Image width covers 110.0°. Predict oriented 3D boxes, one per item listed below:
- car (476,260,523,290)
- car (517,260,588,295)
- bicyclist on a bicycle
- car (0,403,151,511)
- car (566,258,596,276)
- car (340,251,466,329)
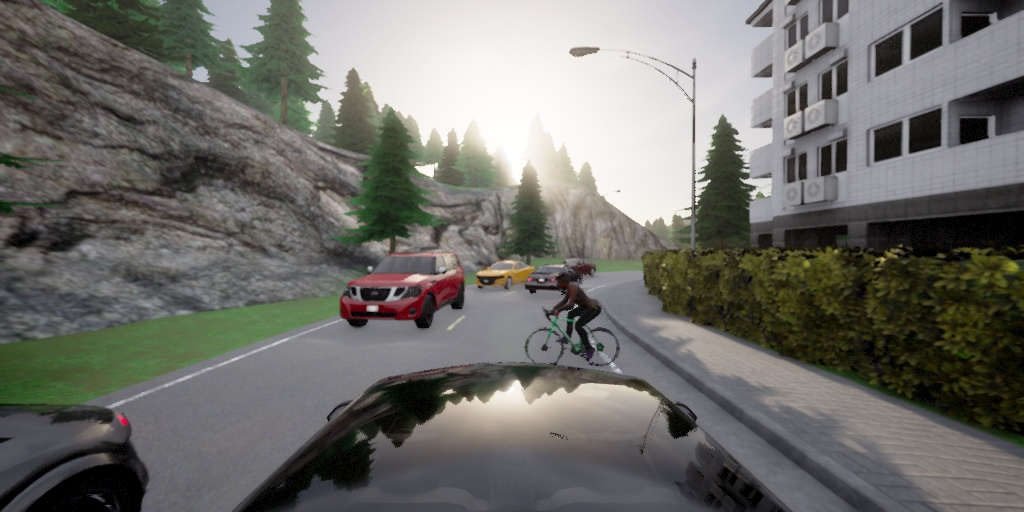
[{"bbox_3d":[-0.292,1.024,20.971,1.882,1.535,5.008,0,1,25],"label":"car"},{"bbox_3d":[2.287,1.120,18.485,2.033,1.411,5.357,0,1,22],"label":"car"},{"bbox_3d":[1.050,1.134,6.244,1.656,1.620,0.582,0,1,1],"label":"bicyclist on a bicycle"},{"bbox_3d":[-3.525,1.324,0.690,1.994,1.385,4.181,0,1,2],"label":"car"},{"bbox_3d":[5.128,0.934,29.591,1.882,1.535,5.008,1,1,42],"label":"car"},{"bbox_3d":[-3.010,0.869,11.291,2.150,2.045,5.566,0,1,7],"label":"car"}]
